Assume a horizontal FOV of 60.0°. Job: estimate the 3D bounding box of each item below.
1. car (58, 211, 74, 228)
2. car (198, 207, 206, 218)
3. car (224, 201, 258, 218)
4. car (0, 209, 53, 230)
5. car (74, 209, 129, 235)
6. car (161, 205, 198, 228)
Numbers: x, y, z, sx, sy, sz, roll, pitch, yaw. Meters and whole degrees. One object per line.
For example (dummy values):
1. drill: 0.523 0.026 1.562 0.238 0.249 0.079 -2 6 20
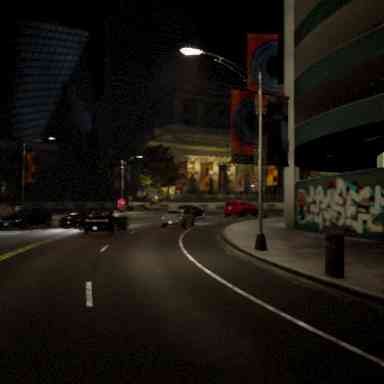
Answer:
1. car: -8.583 2.063 26.076 1.994 1.385 4.181 0 -1 11
2. car: -0.132 2.294 38.203 1.837 1.490 4.892 -1 -1 30
3. car: 6.070 2.096 40.875 2.150 2.045 5.566 -1 -1 39
4. car: -12.277 1.983 24.898 1.812 1.442 4.674 0 -1 9
5. car: -5.473 1.914 21.637 2.128 1.511 4.902 0 -1 3
6. car: -1.103 2.079 26.944 1.812 1.442 4.674 0 -1 13
